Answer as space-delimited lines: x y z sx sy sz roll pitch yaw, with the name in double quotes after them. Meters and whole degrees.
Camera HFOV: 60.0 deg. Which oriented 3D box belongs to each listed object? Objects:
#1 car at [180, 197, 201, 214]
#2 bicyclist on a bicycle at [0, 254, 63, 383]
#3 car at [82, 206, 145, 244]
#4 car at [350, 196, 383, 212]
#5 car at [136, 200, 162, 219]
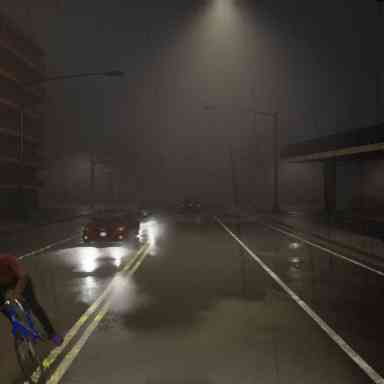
-0.132 1.352 35.091 2.097 1.767 4.553 0 0 0 "car"
-2.145 1.393 4.075 0.582 1.620 1.656 -25 13 -17 "bicyclist on a bicycle"
-3.662 1.564 15.703 1.994 1.385 4.181 0 0 0 "car"
20.051 1.295 36.677 4.611 1.667 2.242 0 0 1 "car"
-3.730 1.492 28.905 2.128 1.511 4.902 0 0 0 "car"
